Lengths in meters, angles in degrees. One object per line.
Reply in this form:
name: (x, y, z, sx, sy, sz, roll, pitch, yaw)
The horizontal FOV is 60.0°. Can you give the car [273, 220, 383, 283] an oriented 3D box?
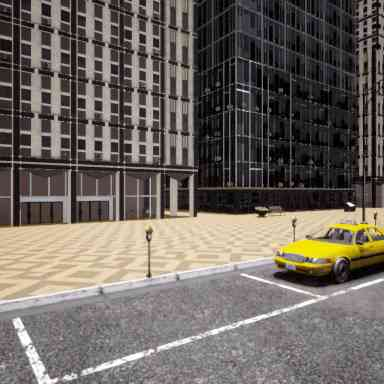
car: (4.421, 1.526, 9.667, 4.829, 1.417, 1.752, 0, 0, -35)
